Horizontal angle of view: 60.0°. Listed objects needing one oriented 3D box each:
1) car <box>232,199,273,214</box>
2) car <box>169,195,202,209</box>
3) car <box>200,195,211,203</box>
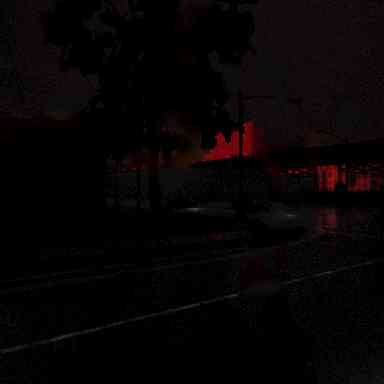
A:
[{"bbox_3d":[6.377,1.478,35.362,1.882,1.535,5.008,0,0,-34],"label":"car"},{"bbox_3d":[-1.335,1.548,46.951,2.033,1.411,5.357,0,0,-34],"label":"car"},{"bbox_3d":[1.903,1.352,67.392,2.097,1.767,4.553,0,0,-34],"label":"car"}]
